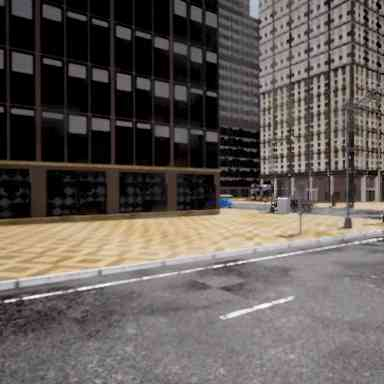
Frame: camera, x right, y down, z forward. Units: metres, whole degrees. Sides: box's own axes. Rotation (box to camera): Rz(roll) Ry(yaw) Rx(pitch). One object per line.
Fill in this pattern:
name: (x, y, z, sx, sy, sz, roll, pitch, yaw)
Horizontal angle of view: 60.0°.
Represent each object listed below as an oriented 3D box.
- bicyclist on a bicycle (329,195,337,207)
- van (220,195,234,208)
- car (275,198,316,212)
bicyclist on a bicycle: (18.271, 1.179, 43.024, 1.656, 1.620, 0.582, -1, 1, -34)
van: (3.880, 1.255, 44.070, 1.690, 1.788, 3.998, 0, 0, -34)
car: (11.562, 1.446, 37.358, 1.837, 1.490, 4.892, 0, 1, -34)
